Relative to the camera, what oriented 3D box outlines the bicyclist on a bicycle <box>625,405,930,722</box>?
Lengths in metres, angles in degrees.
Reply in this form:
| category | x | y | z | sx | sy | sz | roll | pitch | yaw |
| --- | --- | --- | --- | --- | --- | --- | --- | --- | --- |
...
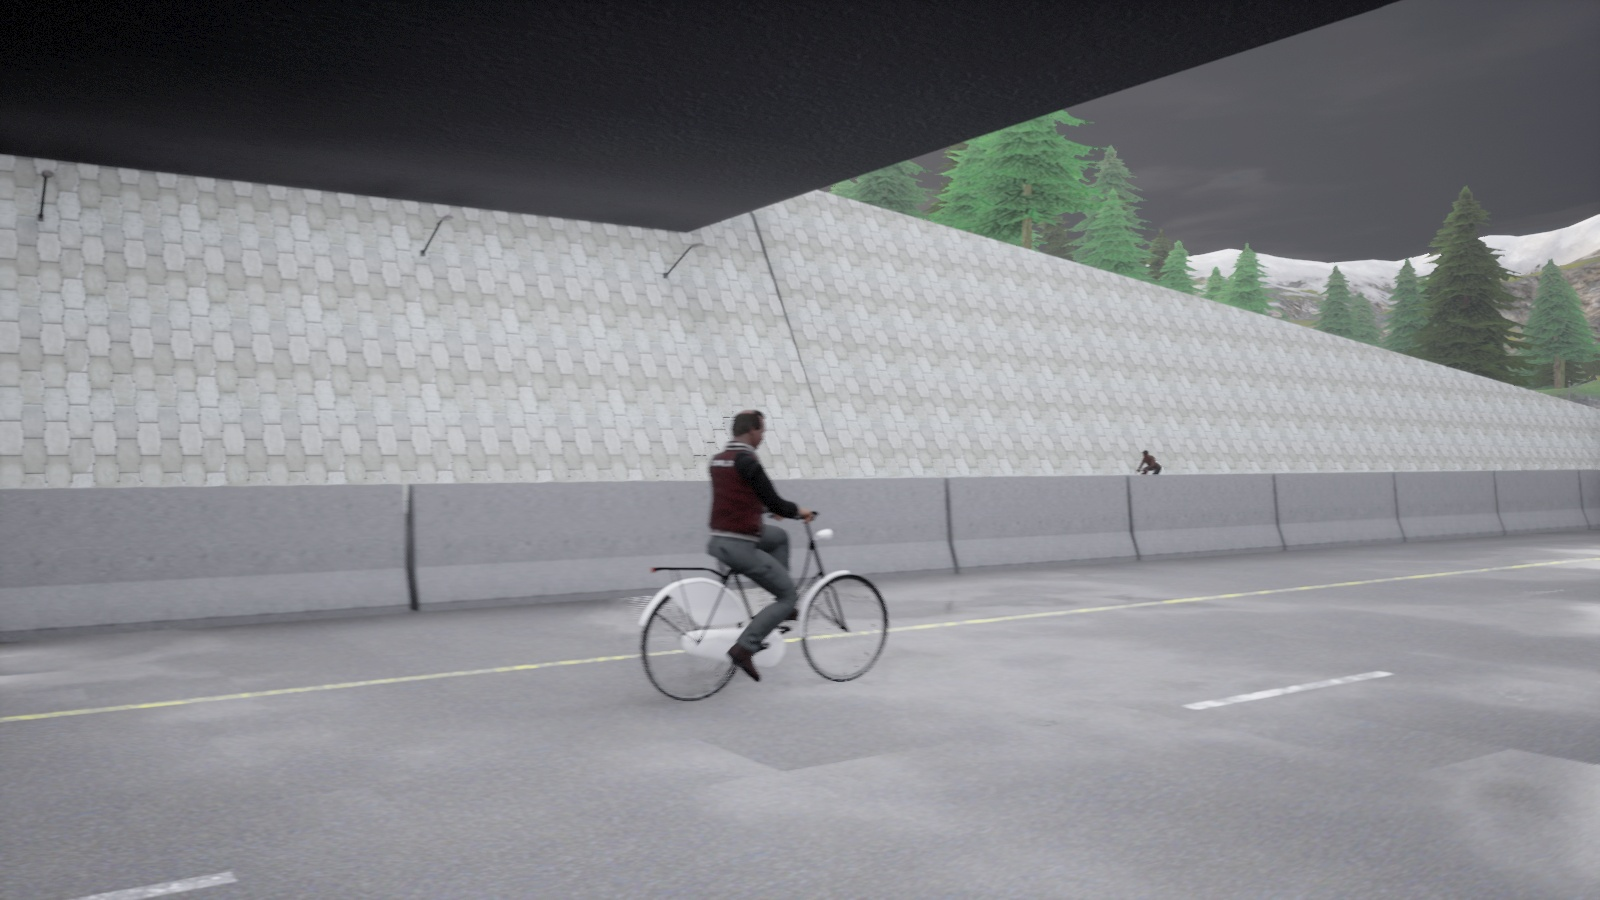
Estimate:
| category | x | y | z | sx | sy | sz | roll | pitch | yaw |
| --- | --- | --- | --- | --- | --- | --- | --- | --- | --- |
| bicyclist on a bicycle | -0.108 | 0.635 | 7.845 | 1.843 | 1.776 | 0.659 | 0 | 0 | -35 |
